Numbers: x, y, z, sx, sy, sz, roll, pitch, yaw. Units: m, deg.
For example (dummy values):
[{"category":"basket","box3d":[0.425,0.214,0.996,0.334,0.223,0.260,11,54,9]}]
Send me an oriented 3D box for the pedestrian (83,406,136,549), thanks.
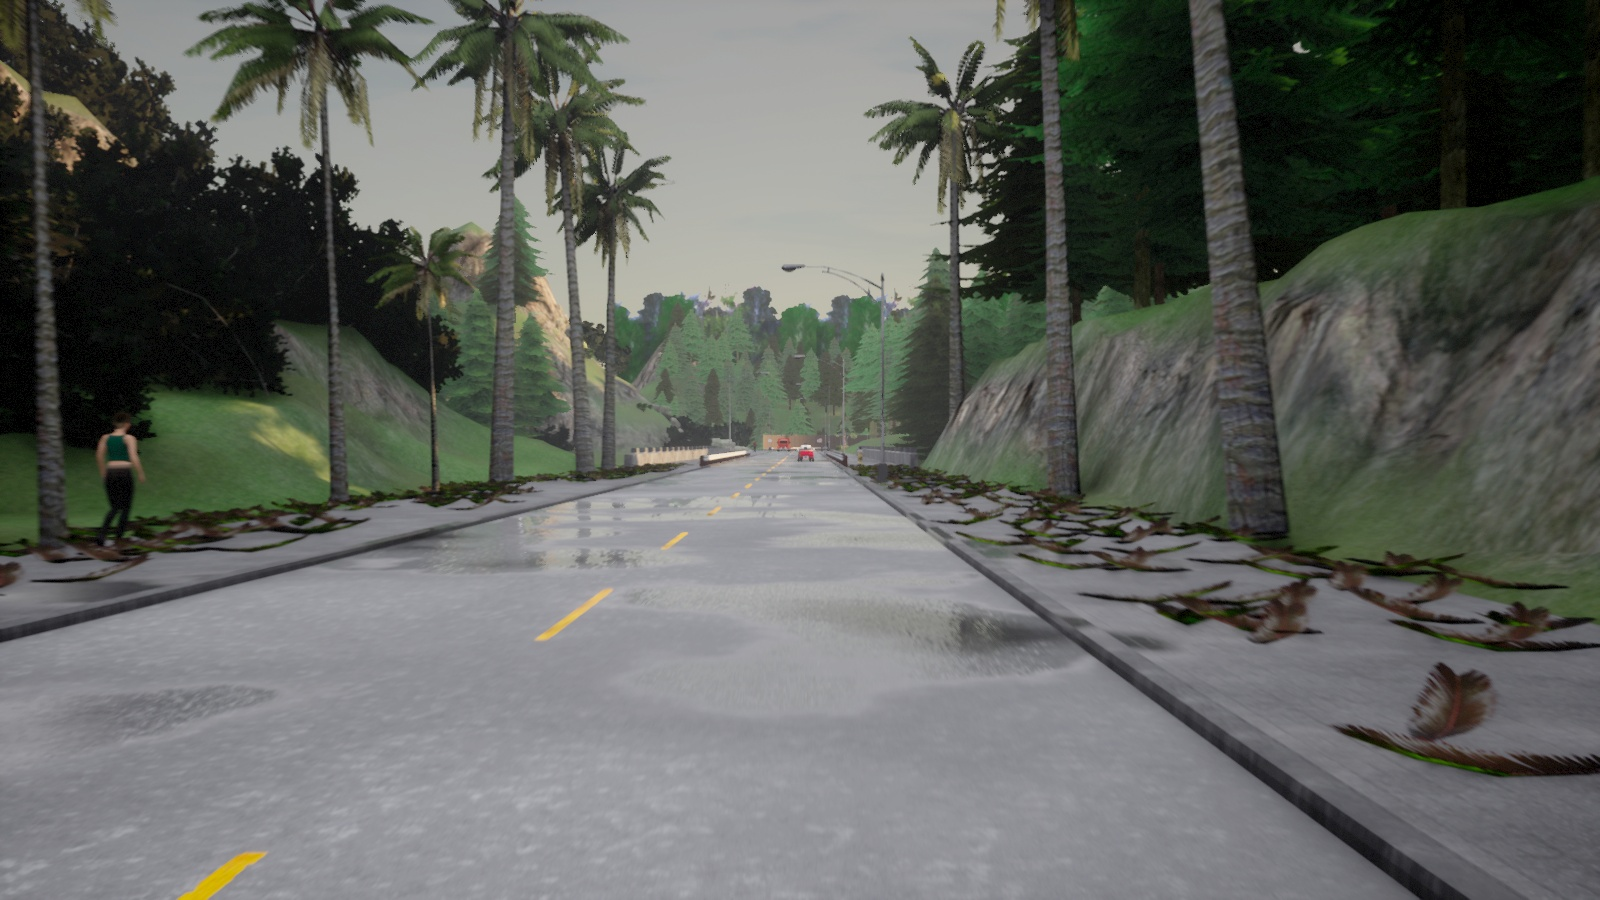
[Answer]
[{"category":"pedestrian","box3d":[-9.022,0.350,16.417,0.345,1.836,0.594,0,0,1]}]
